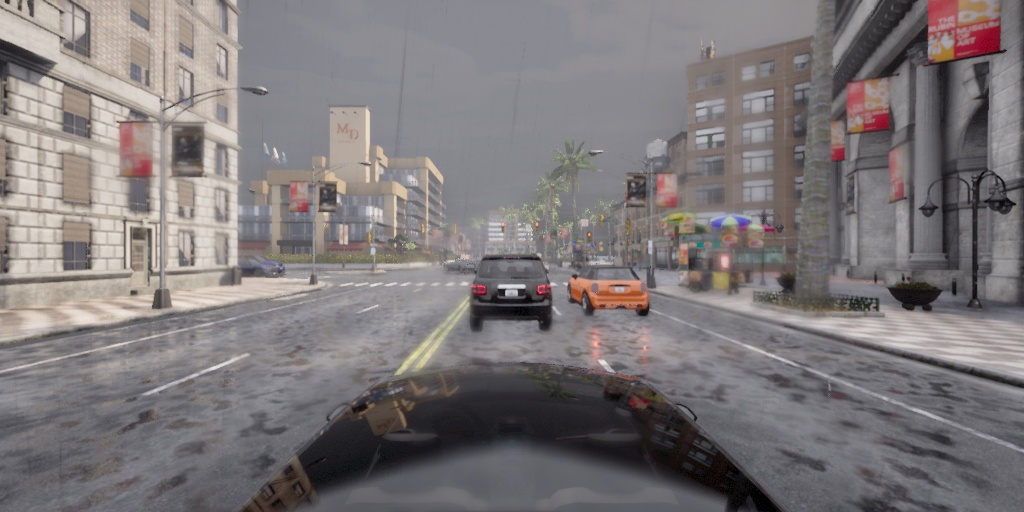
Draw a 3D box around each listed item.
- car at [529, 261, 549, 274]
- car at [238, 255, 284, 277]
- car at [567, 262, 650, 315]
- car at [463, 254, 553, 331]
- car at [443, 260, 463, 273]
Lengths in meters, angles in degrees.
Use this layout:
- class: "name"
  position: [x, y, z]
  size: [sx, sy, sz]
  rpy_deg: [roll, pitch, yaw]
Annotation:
- class: "car"
  position: [3.086, 1.312, 41.754]
  size: [1.895, 1.301, 4.718]
  rpy_deg: [0, 0, -1]
- class: "car"
  position: [-24.693, 1.070, 33.867]
  size: [4.553, 1.767, 2.097]
  rpy_deg: [0, 0, -1]
- class: "car"
  position: [3.435, 1.091, 13.611]
  size: [2.097, 1.767, 4.553]
  rpy_deg: [0, 0, -1]
- class: "car"
  position: [-0.041, 0.962, 11.128]
  size: [2.150, 2.045, 5.566]
  rpy_deg: [0, 0, -1]
- class: "car"
  position: [-6.049, 1.202, 41.666]
  size: [2.128, 1.511, 4.902]
  rpy_deg: [0, 0, -45]
